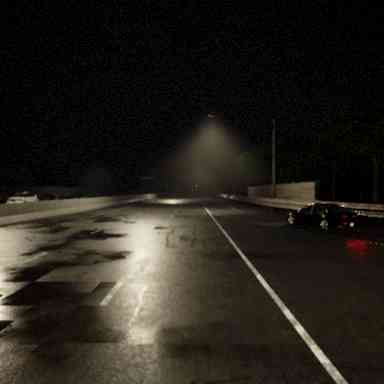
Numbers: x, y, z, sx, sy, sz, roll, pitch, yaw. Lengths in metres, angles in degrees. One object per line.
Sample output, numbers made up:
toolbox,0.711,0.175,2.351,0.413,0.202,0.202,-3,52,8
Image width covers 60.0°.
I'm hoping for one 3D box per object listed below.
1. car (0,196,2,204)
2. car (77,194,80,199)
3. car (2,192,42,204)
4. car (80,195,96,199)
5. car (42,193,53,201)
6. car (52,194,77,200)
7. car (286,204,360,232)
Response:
car,-28.070,1.355,48.134,1.837,1.490,4.892,0,0,0
car,-28.075,1.252,79.750,1.837,1.490,4.892,0,0,0
car,-24.572,1.071,48.383,2.150,2.045,5.566,0,0,0
car,-24.576,1.358,79.990,1.895,1.301,4.718,0,0,0
car,-28.016,1.161,63.987,2.097,1.767,4.553,0,0,0
car,-24.518,1.283,64.287,1.882,1.535,5.008,0,0,0
car,7.637,1.475,19.980,1.837,1.490,4.892,0,0,-22
